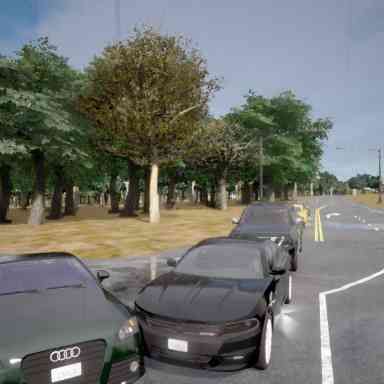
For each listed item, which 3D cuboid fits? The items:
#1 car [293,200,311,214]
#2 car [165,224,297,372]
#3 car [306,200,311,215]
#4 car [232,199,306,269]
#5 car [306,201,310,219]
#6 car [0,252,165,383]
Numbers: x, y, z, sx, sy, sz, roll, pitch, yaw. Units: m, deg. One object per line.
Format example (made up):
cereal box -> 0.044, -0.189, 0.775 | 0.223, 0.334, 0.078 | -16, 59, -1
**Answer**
car -> 13.340, 1.746, 40.121 | 1.812, 1.442, 4.674 | -1, 0, 21
car -> 0.743, 1.613, 6.240 | 1.882, 1.535, 5.008 | -1, -2, 21
car -> 9.311, 1.723, 29.538 | 1.812, 1.442, 4.674 | -1, 0, 21
car -> 2.867, 1.459, 12.380 | 2.150, 2.045, 5.566 | -2, 0, 21
car -> 7.249, 1.663, 24.035 | 1.882, 1.535, 5.008 | -1, 0, 21
car -> -2.303, 1.643, 4.944 | 1.994, 1.385, 4.181 | 1, -2, -33
